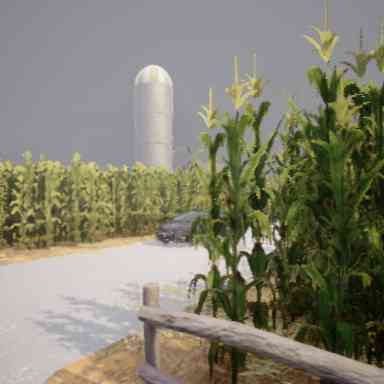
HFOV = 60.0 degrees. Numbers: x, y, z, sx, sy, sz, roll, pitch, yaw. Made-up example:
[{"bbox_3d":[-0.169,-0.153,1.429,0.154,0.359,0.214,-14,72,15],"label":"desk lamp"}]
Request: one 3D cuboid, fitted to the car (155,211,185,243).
[{"bbox_3d":[0.266,1.598,16.079,1.837,1.490,4.892,-1,0,36],"label":"car"}]
